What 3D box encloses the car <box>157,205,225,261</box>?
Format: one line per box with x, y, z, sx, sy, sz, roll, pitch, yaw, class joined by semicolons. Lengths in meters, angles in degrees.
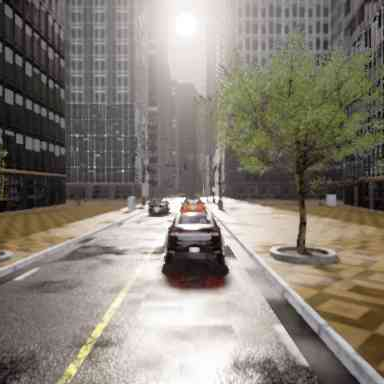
0.082;1.435;11.956;2.128;1.511;4.902;0;0;0;car

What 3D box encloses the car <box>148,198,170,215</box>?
-3.086;1.354;31.837;2.128;1.511;4.902;0;0;0;car

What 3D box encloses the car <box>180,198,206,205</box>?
0.082;1.233;27.331;2.097;1.767;4.553;0;0;0;car
